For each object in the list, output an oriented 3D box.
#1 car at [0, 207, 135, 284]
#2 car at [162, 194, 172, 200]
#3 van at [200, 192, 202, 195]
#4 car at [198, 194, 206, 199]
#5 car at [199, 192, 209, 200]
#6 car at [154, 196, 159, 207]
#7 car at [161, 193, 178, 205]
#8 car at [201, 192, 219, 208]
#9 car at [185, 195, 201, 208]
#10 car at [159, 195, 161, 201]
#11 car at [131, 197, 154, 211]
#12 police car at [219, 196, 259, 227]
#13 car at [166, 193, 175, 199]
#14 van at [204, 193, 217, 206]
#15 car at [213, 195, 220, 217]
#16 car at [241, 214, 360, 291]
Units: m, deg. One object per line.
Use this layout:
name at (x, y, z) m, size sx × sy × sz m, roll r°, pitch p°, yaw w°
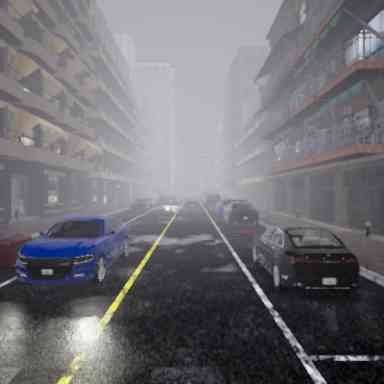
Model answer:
car at (-3.102, 1.422, 9.615) m, size 1.882 × 1.535 × 5.008 m, roll 0°, pitch 0°, yaw 0°
car at (-5.716, 1.134, 76.868) m, size 2.008 × 1.369 × 4.403 m, roll 0°, pitch 0°, yaw 0°
van at (2.669, 0.983, 65.508) m, size 1.690 × 1.788 × 3.998 m, roll 0°, pitch 0°, yaw 0°
car at (2.660, 1.092, 88.238) m, size 1.947 × 1.339 × 4.313 m, roll 0°, pitch 0°, yaw 0°
car at (2.665, 0.898, 76.872) m, size 2.192 × 1.841 × 5.009 m, roll 0°, pitch 0°, yaw 0°
car at (-5.703, 1.343, 42.774) m, size 1.802 × 1.307 × 4.206 m, roll 0°, pitch 0°, yaw 0°
car at (-3.098, 1.209, 50.984) m, size 2.128 × 1.511 × 4.902 m, roll 0°, pitch 0°, yaw 0°
car at (2.678, 1.076, 42.778) m, size 2.192 × 1.841 × 5.009 m, roll 0°, pitch 0°, yaw 0°
car at (0.041, 1.359, 43.338) m, size 1.895 × 1.301 × 4.718 m, roll 0°, pitch 0°, yaw 1°
car at (-5.712, 1.186, 65.503) m, size 1.887 × 1.381 × 4.507 m, roll 0°, pitch 0°, yaw 0°
car at (-5.700, 1.337, 37.091) m, size 1.887 × 1.381 × 4.507 m, roll 0°, pitch 0°, yaw 0°
police car at (3.126, 1.300, 22.032) m, size 1.930 × 1.638 × 5.238 m, roll 0°, pitch 0°, yaw 0°
car at (-5.720, 0.966, 88.232) m, size 1.967 × 1.590 × 4.097 m, roll 0°, pitch 0°, yaw 0°
van at (2.676, 1.072, 48.461) m, size 1.690 × 1.788 × 3.998 m, roll 0°, pitch 0°, yaw 0°
car at (3.129, 1.315, 28.922) m, size 1.882 × 1.535 × 5.008 m, roll 0°, pitch 0°, yaw 0°
car at (2.690, 1.501, 8.686) m, size 2.008 × 1.369 × 4.403 m, roll 0°, pitch 0°, yaw 0°
